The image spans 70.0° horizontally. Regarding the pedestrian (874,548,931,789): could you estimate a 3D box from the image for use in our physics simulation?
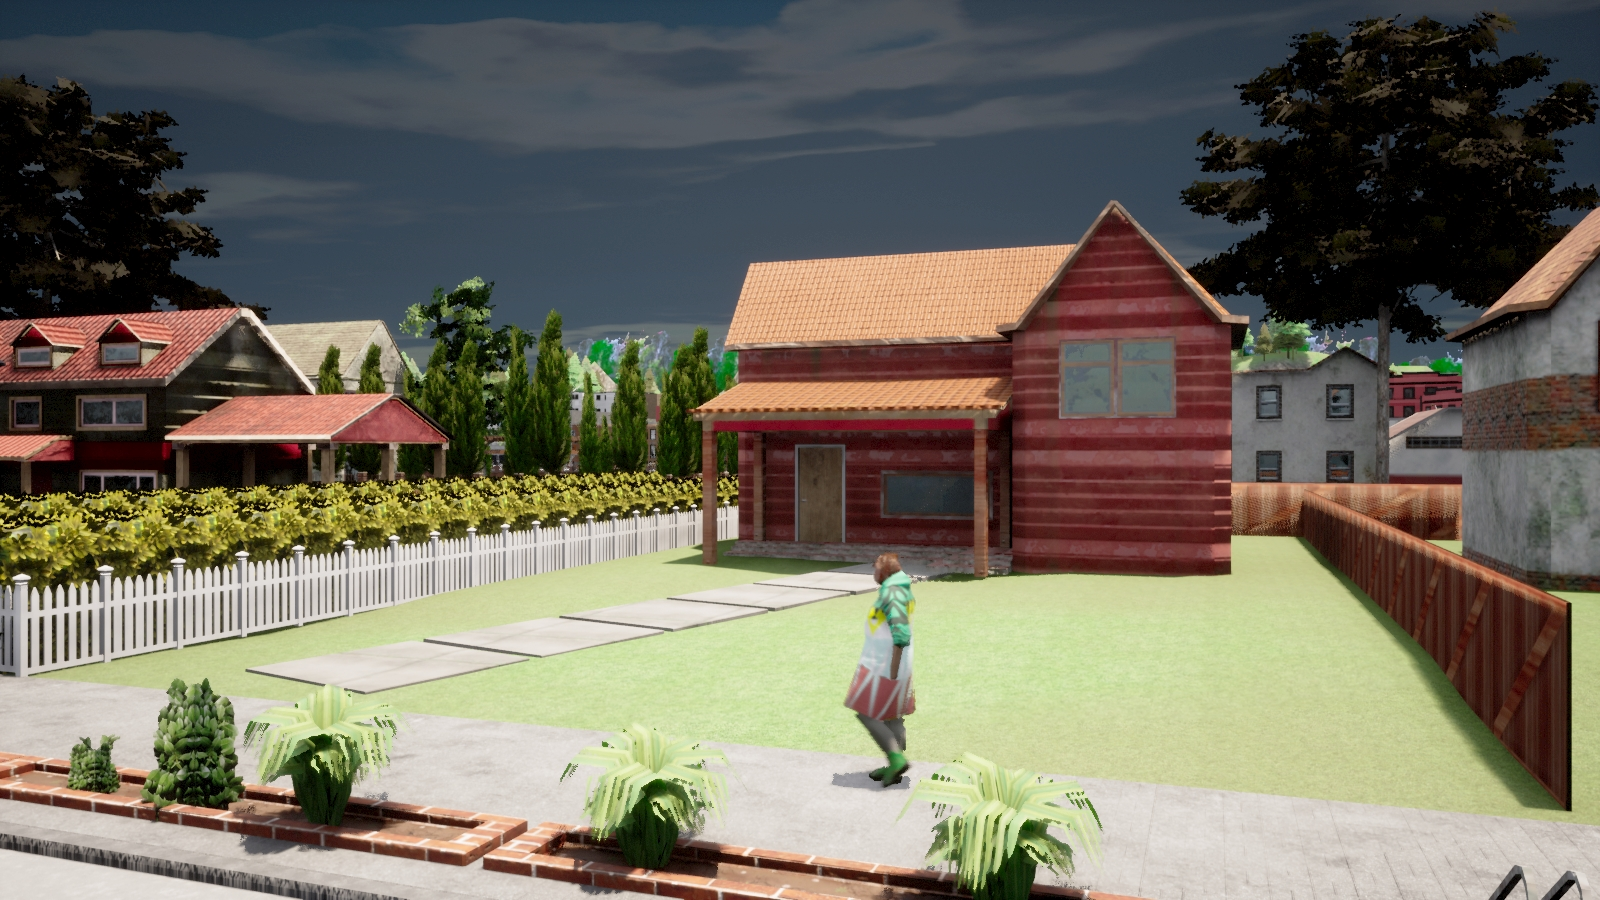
[{"bbox_3d":[0.835,1.744,9.247,0.375,1.860,0.375,0,0,20],"label":"pedestrian"}]
